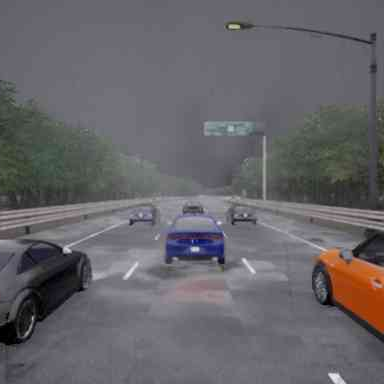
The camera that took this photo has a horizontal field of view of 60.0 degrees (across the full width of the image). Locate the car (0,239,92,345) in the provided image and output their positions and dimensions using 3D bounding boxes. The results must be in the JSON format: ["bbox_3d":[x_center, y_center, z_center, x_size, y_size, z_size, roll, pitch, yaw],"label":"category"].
[{"bbox_3d":[-3.408,1.584,6.400,1.994,1.385,4.181,0,0,0],"label":"car"}]

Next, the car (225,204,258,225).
[{"bbox_3d":[3.594,1.632,24.778,2.033,1.411,5.357,0,0,0],"label":"car"}]

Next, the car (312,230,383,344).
[{"bbox_3d":[3.589,1.367,5.225,2.097,1.767,4.553,0,0,0],"label":"car"}]

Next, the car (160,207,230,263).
[{"bbox_3d":[0.096,1.516,12.112,1.882,1.535,5.008,0,0,0],"label":"car"}]

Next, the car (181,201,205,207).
[{"bbox_3d":[0.095,1.609,30.043,1.837,1.490,4.892,0,0,0],"label":"car"}]

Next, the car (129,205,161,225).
[{"bbox_3d":[-3.406,1.631,24.661,2.033,1.411,5.357,0,0,0],"label":"car"}]
